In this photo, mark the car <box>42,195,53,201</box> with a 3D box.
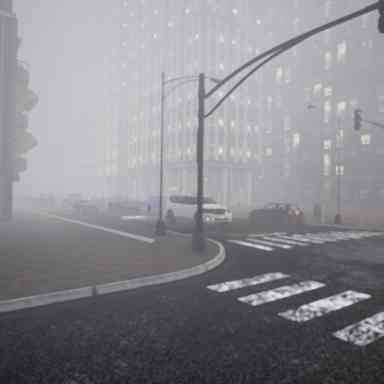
[{"bbox_3d":[-36.475,1.556,83.997,1.802,1.307,4.206,1,-1,-35],"label":"car"}]

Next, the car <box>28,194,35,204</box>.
[{"bbox_3d":[-23.703,1.424,51.506,1.802,1.307,4.206,1,-1,-35],"label":"car"}]

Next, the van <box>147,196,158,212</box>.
[{"bbox_3d":[-3.794,1.367,37.925,1.690,1.788,3.998,1,-1,-35],"label":"van"}]

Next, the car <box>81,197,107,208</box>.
[{"bbox_3d":[-14.184,1.506,48.002,2.033,1.411,5.357,1,-1,-35],"label":"car"}]

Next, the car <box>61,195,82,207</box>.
[{"bbox_3d":[-16.815,1.448,46.375,2.033,1.411,5.357,1,-1,-35],"label":"car"}]

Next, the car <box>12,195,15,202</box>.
[{"bbox_3d":[-36.774,1.389,69.936,1.947,1.339,4.313,1,-1,-35],"label":"car"}]

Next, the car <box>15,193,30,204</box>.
[{"bbox_3d":[-30.235,1.147,60.723,2.192,1.841,5.009,1,-1,-35],"label":"car"}]

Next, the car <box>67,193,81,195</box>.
[{"bbox_3d":[-20.241,1.169,56.470,2.150,2.045,5.566,1,-1,-35],"label":"car"}]

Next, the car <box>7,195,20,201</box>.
[{"bbox_3d":[-40.041,1.370,74.543,2.008,1.369,4.403,1,-1,-35],"label":"car"}]

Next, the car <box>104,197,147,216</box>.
[{"bbox_3d":[-6.388,1.485,31.574,1.994,1.385,4.181,1,-1,-35],"label":"car"}]

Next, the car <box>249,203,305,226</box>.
[{"bbox_3d":[6.008,1.490,24.102,1.967,1.590,4.097,1,-1,-35],"label":"car"}]

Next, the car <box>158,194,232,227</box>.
[{"bbox_3d":[0.226,1.160,22.252,2.150,2.045,5.566,1,-1,-35],"label":"car"}]

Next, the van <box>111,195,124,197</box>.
[{"bbox_3d":[-10.329,1.353,47.141,1.690,1.788,3.998,1,-1,-35],"label":"van"}]

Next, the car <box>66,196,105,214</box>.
[{"bbox_3d":[-10.632,1.419,33.076,2.008,1.369,4.403,1,-1,-35],"label":"car"}]

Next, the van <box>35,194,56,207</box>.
[{"bbox_3d":[-20.432,1.189,46.901,1.690,1.788,3.998,1,-1,-35],"label":"van"}]

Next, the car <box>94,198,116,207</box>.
[{"bbox_3d":[-13.601,1.572,51.745,1.947,1.339,4.313,1,-1,-35],"label":"car"}]
